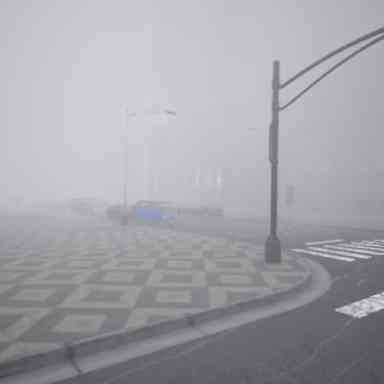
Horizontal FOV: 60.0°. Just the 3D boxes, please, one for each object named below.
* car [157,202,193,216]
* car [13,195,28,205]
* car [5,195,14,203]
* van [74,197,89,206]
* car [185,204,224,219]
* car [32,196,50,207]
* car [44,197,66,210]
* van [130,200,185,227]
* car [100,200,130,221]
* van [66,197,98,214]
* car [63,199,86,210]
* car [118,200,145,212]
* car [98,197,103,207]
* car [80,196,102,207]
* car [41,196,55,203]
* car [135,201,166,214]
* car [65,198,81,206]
[{"bbox_3d":[-1.986,1.886,37.237,1.887,1.381,4.507,2,-1,-36],"label":"car"},{"bbox_3d":[-34.635,1.815,68.015,1.752,1.417,4.829,2,-1,-36],"label":"car"},{"bbox_3d":[-41.179,1.647,77.129,2.192,1.841,5.009,2,-1,-36],"label":"car"},{"bbox_3d":[-21.341,1.806,64.154,1.690,1.788,3.998,2,-1,-36],"label":"van"},{"bbox_3d":[1.240,1.865,32.751,1.887,1.381,4.507,2,-1,-36],"label":"car"},{"bbox_3d":[-25.061,1.778,54.693,2.008,1.369,4.403,2,-1,-36],"label":"car"},{"bbox_3d":[-18.613,1.767,45.720,1.802,1.307,4.206,2,-1,-36],"label":"car"},{"bbox_3d":[-2.487,1.425,23.291,1.690,1.788,3.998,2,-1,-36],"label":"van"},{"bbox_3d":[-5.715,1.648,27.775,1.887,1.381,4.507,2,-1,-36],"label":"car"},{"bbox_3d":[-12.160,1.485,36.750,1.690,1.788,3.998,2,-1,-36],"label":"van"},{"bbox_3d":[-17.145,1.766,48.433,1.837,1.490,4.892,2,-1,-36],"label":"car"},{"bbox_3d":[-8.538,1.908,46.346,1.752,1.417,4.829,2,-1,-36],"label":"car"},{"bbox_3d":[-14.891,1.968,55.179,1.887,1.381,4.507,2,-1,-36],"label":"car"},{"bbox_3d":[-18.114,1.759,59.668,2.192,1.841,5.009,2,-1,-36],"label":"car"},{"bbox_3d":[-37.472,1.886,86.582,2.192,1.841,5.009,1,-1,-36],"label":"car"},{"bbox_3d":[-5.212,1.906,41.722,1.887,1.381,4.507,2,-1,-36],"label":"car"},{"bbox_3d":[-24.571,2.037,68.636,2.008,1.369,4.403,2,-1,-36],"label":"car"}]
